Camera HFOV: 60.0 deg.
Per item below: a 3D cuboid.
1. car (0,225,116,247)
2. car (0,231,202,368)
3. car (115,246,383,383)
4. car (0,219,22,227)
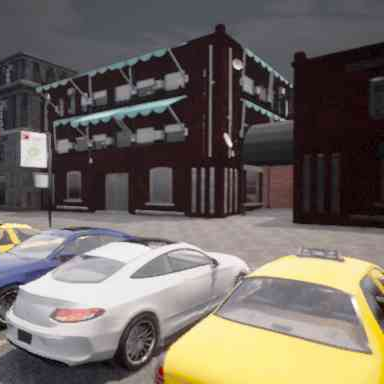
[{"bbox_3d":[-2.809,1.535,7.320,2.002,1.452,4.674,-1,0,35],"label":"car"},{"bbox_3d":[-0.639,1.524,5.785,2.002,1.452,4.674,0,0,35],"label":"car"},{"bbox_3d":[1.737,1.477,4.342,1.946,1.575,5.366,0,0,35],"label":"car"},{"bbox_3d":[-4.969,1.512,9.064,1.946,1.575,5.366,-1,0,35],"label":"car"}]
